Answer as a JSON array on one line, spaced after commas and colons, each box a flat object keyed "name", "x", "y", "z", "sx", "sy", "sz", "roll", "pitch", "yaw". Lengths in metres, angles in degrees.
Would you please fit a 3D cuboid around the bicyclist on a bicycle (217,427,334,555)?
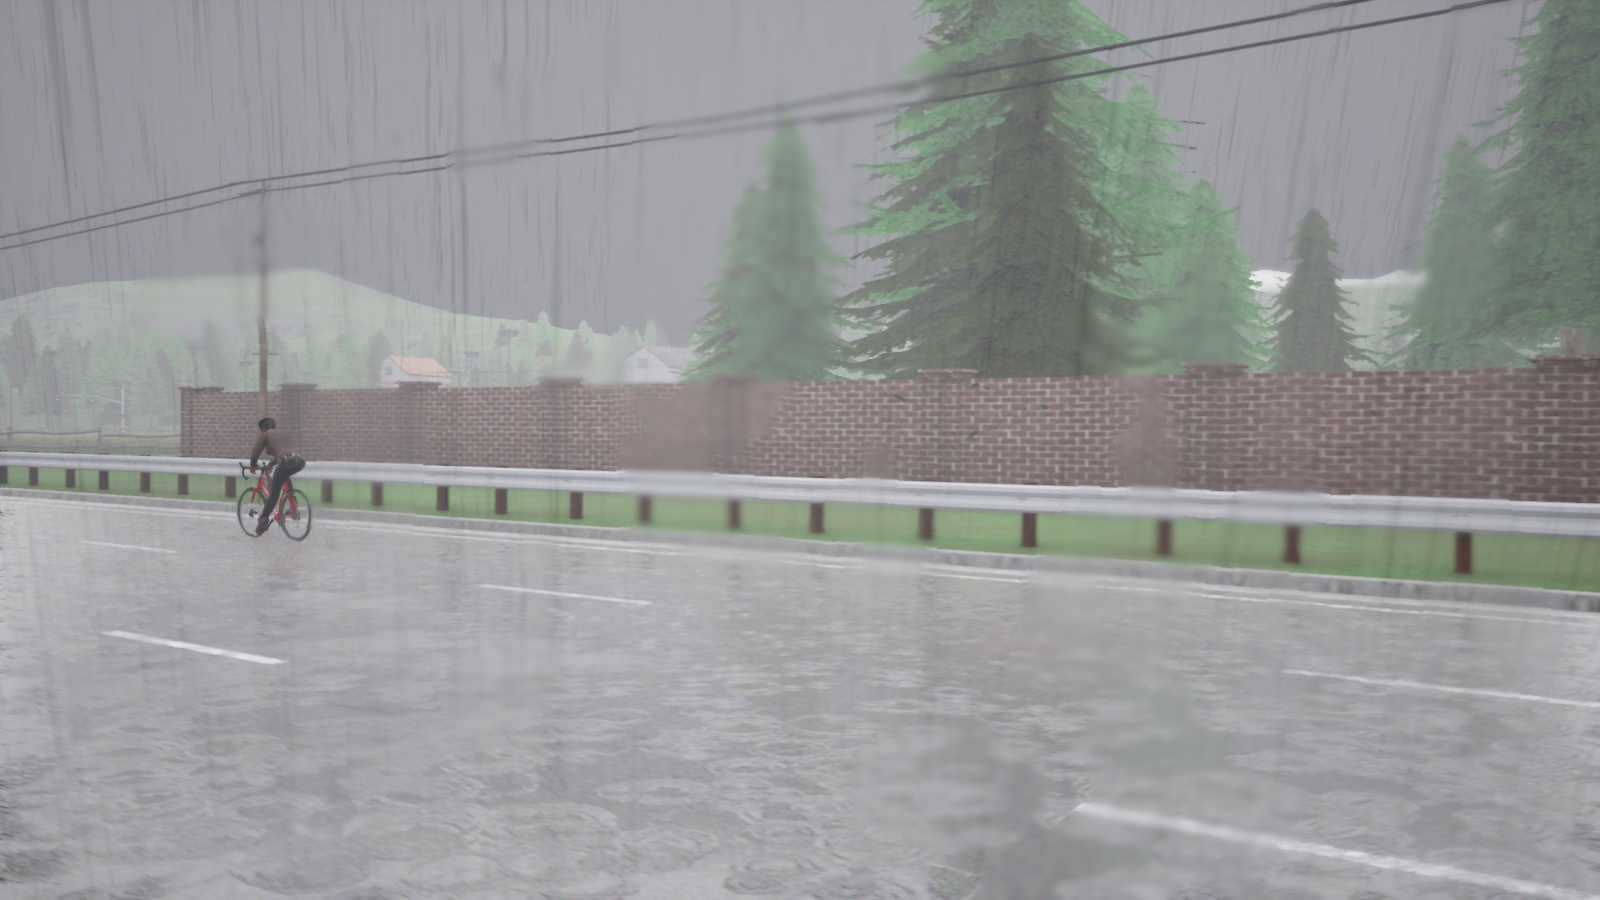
[{"name": "bicyclist on a bicycle", "x": -6.960, "y": 0.520, "z": 16.648, "sx": 1.656, "sy": 1.620, "sz": 0.582, "roll": 0, "pitch": 1, "yaw": 34}]
